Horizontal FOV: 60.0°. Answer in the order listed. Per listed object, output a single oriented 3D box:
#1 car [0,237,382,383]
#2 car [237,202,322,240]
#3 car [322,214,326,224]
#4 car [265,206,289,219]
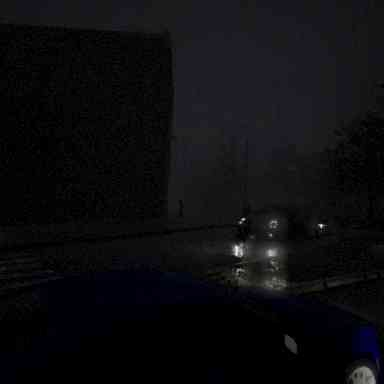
[{"bbox_3d":[-0.296,1.482,2.986,5.008,1.535,1.882,1,0,-33],"label":"car"},{"bbox_3d":[4.122,1.364,15.847,2.097,1.767,4.553,1,0,43],"label":"car"},{"bbox_3d":[11.632,2.321,33.202,2.033,1.411,5.357,3,-2,5],"label":"car"},{"bbox_3d":[10.448,2.503,40.624,1.812,1.442,4.674,2,-2,26],"label":"car"}]
